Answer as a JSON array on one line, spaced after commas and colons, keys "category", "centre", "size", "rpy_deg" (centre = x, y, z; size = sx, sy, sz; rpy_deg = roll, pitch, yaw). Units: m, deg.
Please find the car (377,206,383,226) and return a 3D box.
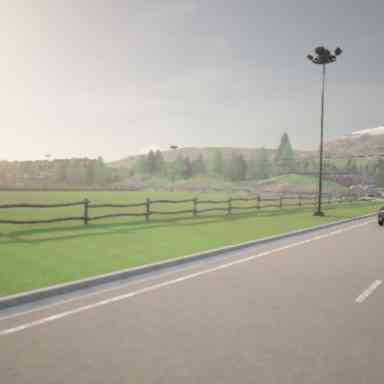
[{"category": "car", "centre": [12.799, 1.307, 20.371], "size": [2.128, 1.511, 4.902], "rpy_deg": [3, 2, 40]}]
